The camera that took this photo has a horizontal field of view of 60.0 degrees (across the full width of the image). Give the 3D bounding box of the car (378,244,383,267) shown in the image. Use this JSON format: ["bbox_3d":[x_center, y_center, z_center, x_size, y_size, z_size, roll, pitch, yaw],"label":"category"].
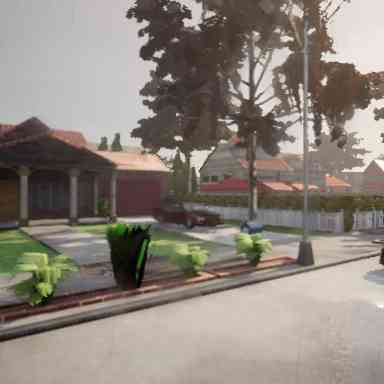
[{"bbox_3d":[7.322,1.562,9.735,4.181,1.385,1.994,0,0,-35],"label":"car"}]

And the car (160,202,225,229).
[{"bbox_3d":[-0.414,1.323,19.716,2.033,1.415,5.357,0,0,-36],"label":"car"}]
